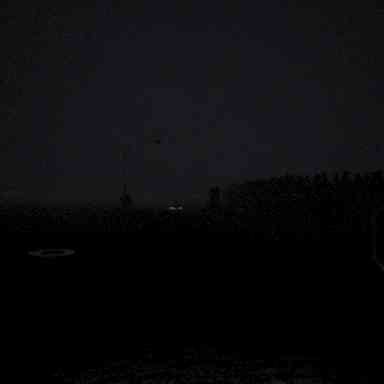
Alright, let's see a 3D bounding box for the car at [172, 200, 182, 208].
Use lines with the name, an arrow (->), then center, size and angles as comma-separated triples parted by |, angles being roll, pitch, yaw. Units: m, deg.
car -> -2.772, 2.305, 64.017 | 2.033, 1.411, 5.357 | 0, -1, 0
